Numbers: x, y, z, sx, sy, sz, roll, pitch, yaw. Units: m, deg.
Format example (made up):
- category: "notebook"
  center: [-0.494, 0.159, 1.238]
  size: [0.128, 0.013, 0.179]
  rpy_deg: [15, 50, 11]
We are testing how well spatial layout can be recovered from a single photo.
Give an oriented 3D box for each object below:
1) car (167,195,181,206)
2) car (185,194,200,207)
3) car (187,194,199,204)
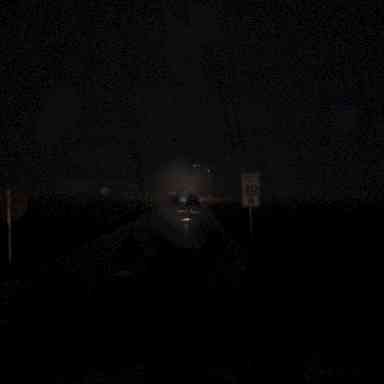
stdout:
- category: "car"
  center: [-2.617, 1.174, 49.094]
  size: [1.882, 1.535, 5.008]
  rpy_deg: [-1, 1, 0]
- category: "car"
  center: [0.118, 1.234, 44.058]
  size: [1.812, 1.442, 4.674]
  rpy_deg: [-1, 1, 0]
- category: "car"
  center: [0.149, 1.066, 54.092]
  size: [1.837, 1.490, 4.892]
  rpy_deg: [-1, 1, 0]
